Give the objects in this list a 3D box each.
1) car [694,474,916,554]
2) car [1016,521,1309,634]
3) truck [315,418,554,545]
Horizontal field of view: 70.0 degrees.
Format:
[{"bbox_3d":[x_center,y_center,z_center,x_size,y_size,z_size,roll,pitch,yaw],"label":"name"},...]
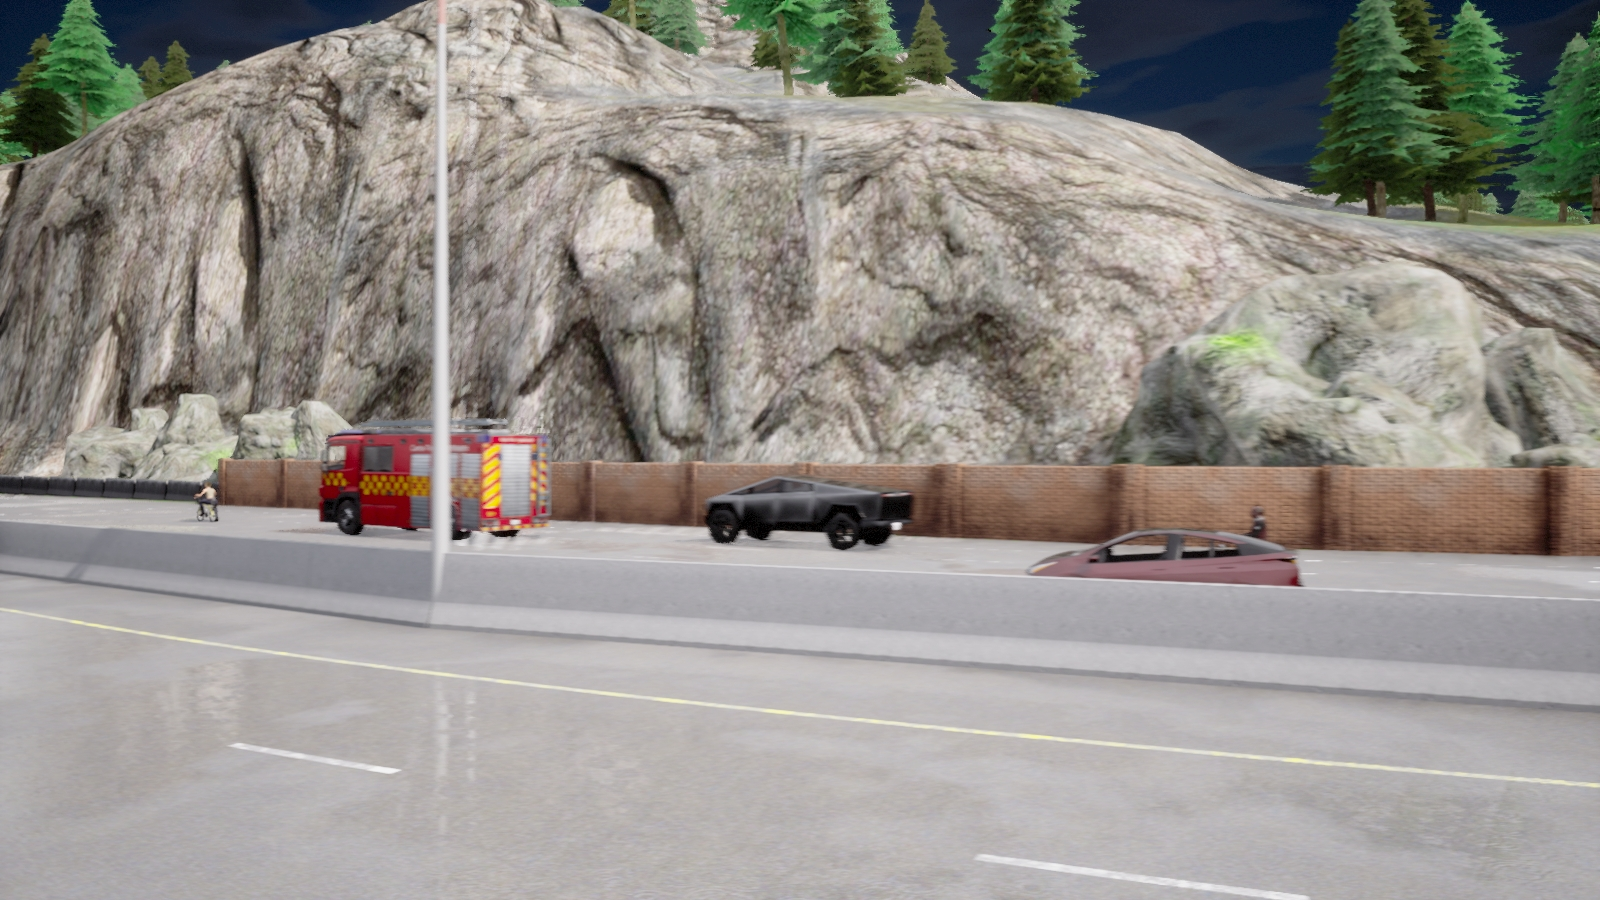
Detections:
[{"bbox_3d":[0.102,1.820,34.124,6.274,2.098,2.390,0,0,31],"label":"car"},{"bbox_3d":[6.109,2.082,19.391,4.514,1.525,2.007,0,0,21],"label":"car"},{"bbox_3d":[-12.282,0.957,38.007,8.468,3.827,2.891,0,0,34],"label":"truck"}]
